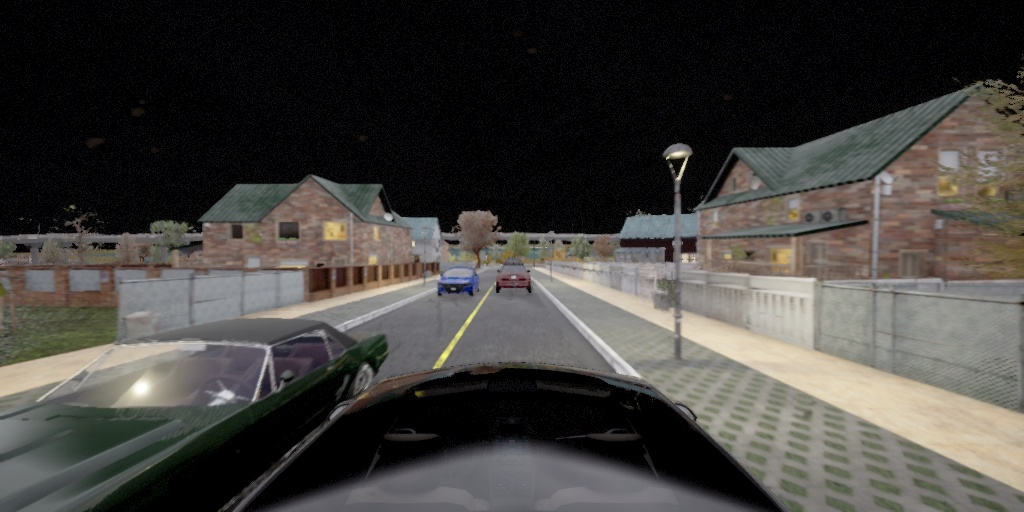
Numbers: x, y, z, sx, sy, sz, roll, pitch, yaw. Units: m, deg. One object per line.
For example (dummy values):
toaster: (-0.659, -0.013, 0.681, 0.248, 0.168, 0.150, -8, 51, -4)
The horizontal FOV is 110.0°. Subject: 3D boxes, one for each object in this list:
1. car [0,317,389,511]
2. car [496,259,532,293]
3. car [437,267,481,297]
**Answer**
car: (-2.830, 1.361, 3.302, 1.895, 1.301, 4.718, 0, 0, 0)
car: (0.102, 1.234, 22.333, 2.097, 1.767, 4.553, 0, 0, 0)
car: (-2.842, 1.344, 19.910, 1.882, 1.535, 5.008, 0, 0, 0)
